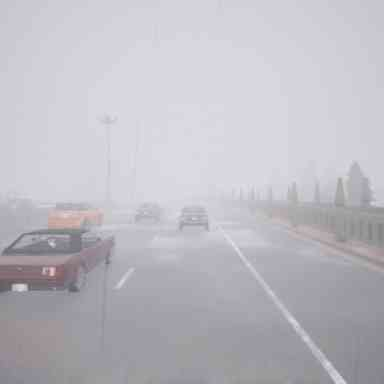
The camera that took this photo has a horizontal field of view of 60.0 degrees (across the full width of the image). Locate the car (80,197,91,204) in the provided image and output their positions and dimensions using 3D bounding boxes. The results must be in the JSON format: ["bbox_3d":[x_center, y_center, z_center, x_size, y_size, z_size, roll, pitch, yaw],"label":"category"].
[{"bbox_3d":[-23.624,1.755,73.584,1.812,1.442,4.674,0,0,-24],"label":"car"}]

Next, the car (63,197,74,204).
[{"bbox_3d":[-26.995,1.760,72.506,1.812,1.442,4.674,0,0,-24],"label":"car"}]

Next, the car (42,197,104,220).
[{"bbox_3d":[-6.890,1.365,20.173,2.097,1.767,4.553,0,0,0],"label":"car"}]

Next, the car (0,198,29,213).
[{"bbox_3d":[-17.708,1.392,33.469,2.097,1.767,4.553,0,0,-2],"label":"car"}]

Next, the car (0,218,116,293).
[{"bbox_3d":[-3.395,1.602,8.799,1.895,1.301,4.718,0,0,0],"label":"car"}]

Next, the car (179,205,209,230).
[{"bbox_3d":[0.110,1.562,21.311,2.033,1.411,5.357,0,0,0],"label":"car"}]

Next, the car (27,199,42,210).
[{"bbox_3d":[-14.192,1.565,33.168,1.812,1.442,4.674,0,0,-2],"label":"car"}]

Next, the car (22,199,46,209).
[{"bbox_3d":[-22.496,1.659,47.542,1.994,1.385,4.181,0,0,-10],"label":"car"}]

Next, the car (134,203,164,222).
[{"bbox_3d":[-3.389,1.573,26.805,2.033,1.411,5.357,0,0,0],"label":"car"}]
